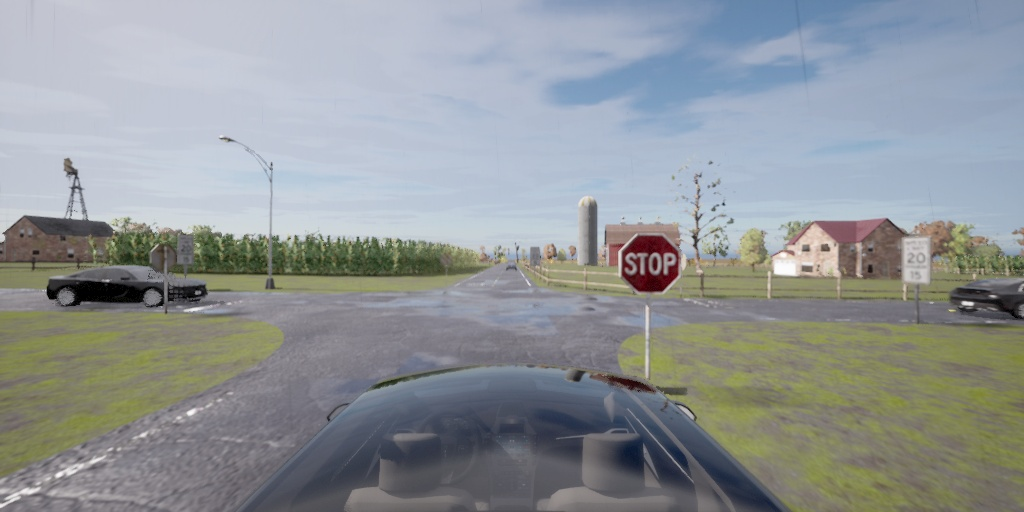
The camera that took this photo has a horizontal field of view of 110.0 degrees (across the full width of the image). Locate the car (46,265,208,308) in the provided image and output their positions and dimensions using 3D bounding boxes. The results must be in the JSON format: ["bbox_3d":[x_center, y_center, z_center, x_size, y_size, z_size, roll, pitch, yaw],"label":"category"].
[{"bbox_3d":[-14.862,1.138,14.054,5.008,1.535,1.882,1,0,-2],"label":"car"}]

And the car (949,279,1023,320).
[{"bbox_3d":[20.443,1.668,14.183,4.892,1.490,1.837,1,0,0],"label":"car"}]

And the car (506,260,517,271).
[{"bbox_3d":[-0.070,1.773,61.028,2.033,1.411,5.357,0,-1,0],"label":"car"}]
